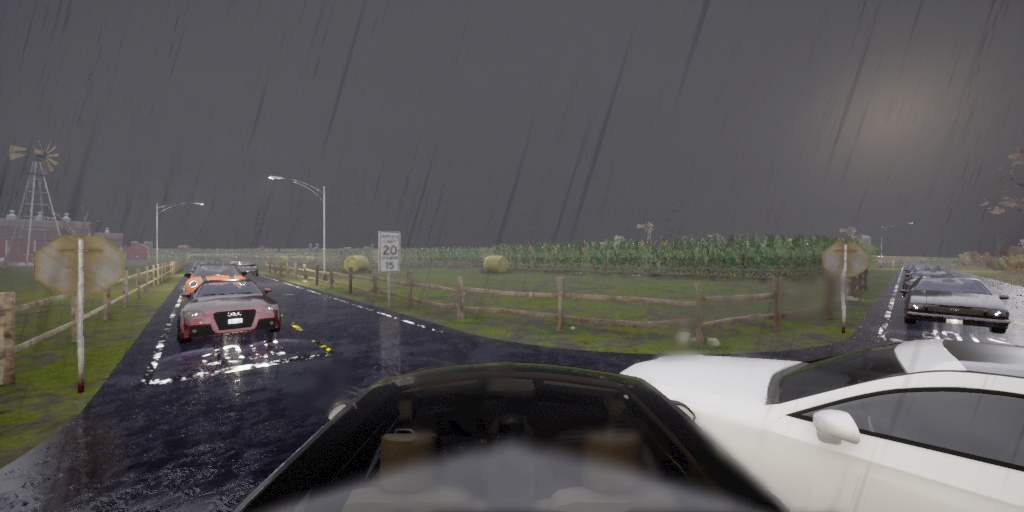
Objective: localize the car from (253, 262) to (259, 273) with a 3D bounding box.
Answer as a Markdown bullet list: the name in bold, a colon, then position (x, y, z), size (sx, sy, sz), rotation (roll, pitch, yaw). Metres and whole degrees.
- **car**: position (-26.642, 1.259, 35.825), size (2.128, 1.511, 4.902), rotation (0, 0, -41)

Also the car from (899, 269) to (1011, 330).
- **car**: position (13.622, 1.335, 11.209), size (5.357, 1.411, 2.033), rotation (0, 1, -42)

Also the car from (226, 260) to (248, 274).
- **car**: position (-33.291, 1.275, 43.348), size (1.837, 1.490, 4.892), rotation (0, 0, -41)

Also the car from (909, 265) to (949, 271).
- **car**: position (21.018, 1.364, 17.929), size (4.181, 1.385, 1.994), rotation (0, 1, -43)

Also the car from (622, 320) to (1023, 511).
- **car**: position (2.857, 1.293, 2.241), size (1.812, 1.442, 4.674), rotation (0, 1, -43)

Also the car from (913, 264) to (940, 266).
- **car**: position (28.645, 1.309, 24.850), size (4.902, 1.511, 2.128), rotation (0, 1, -42)

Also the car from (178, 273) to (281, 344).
- **car**: position (-7.849, 1.349, 9.931), size (1.994, 1.385, 4.181), rotation (0, 0, -42)

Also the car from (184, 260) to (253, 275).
- **car**: position (-13.562, 1.130, 16.469), size (2.097, 1.767, 4.553), rotation (0, 0, -41)
